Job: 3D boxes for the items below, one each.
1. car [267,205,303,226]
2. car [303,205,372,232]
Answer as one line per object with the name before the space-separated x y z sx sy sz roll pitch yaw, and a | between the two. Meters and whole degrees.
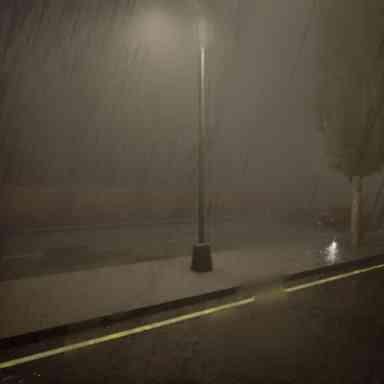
car | 7.418 1.598 23.251 4.718 1.301 1.895 0 0 -35
car | 9.138 1.524 20.184 4.674 1.442 1.812 0 0 -35
